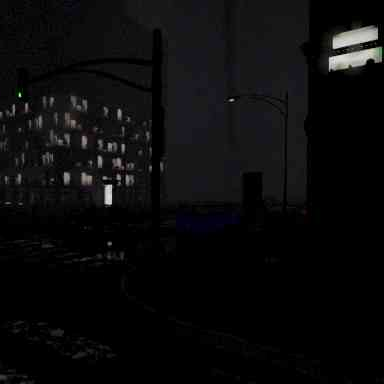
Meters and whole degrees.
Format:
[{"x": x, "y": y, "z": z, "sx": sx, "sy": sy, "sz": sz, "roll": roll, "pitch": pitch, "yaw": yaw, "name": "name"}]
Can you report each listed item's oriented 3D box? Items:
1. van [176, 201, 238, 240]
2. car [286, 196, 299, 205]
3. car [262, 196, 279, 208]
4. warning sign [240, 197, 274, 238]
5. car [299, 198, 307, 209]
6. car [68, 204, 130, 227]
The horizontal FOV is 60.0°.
[{"x": 0.875, "y": 1.368, "z": 16.991, "sx": 1.690, "sy": 1.788, "sz": 3.998, "roll": 1, "pitch": 1, "yaw": 35, "name": "van"}, {"x": 16.400, "y": 1.364, "z": 53.269, "sx": 1.752, "sy": 1.417, "sz": 4.829, "roll": 1, "pitch": 1, "yaw": 35, "name": "car"}, {"x": 10.083, "y": 1.294, "z": 44.390, "sx": 1.967, "sy": 1.590, "sz": 4.097, "roll": 1, "pitch": 1, "yaw": 35, "name": "car"}, {"x": 3.157, "y": 1.177, "z": 16.097, "sx": 1.300, "sy": 1.860, "sz": 1.060, "roll": 1, "pitch": 1, "yaw": 35, "name": "warning sign"}, {"x": 15.639, "y": 1.442, "z": 42.313, "sx": 1.837, "sy": 1.490, "sz": 4.892, "roll": 1, "pitch": 1, "yaw": 36, "name": "car"}, {"x": -5.955, "y": 1.467, "z": 21.852, "sx": 1.947, "sy": 1.339, "sz": 4.313, "roll": 1, "pitch": 1, "yaw": 35, "name": "car"}]
